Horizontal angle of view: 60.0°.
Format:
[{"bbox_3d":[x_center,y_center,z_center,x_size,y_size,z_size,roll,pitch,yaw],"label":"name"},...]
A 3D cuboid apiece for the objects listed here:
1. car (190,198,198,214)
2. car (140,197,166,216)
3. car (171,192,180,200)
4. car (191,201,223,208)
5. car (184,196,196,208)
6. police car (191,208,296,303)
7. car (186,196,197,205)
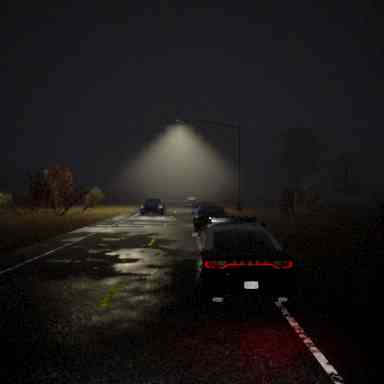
[{"bbox_3d":[0.995,1.450,24.290,1.882,1.535,5.008,0,0,0],"label":"car"},{"bbox_3d":[-3.673,1.308,31.946,2.097,1.767,4.553,0,0,0],"label":"car"},{"bbox_3d":[-4.142,0.999,83.134,2.150,2.045,5.566,0,0,-2],"label":"car"},{"bbox_3d":[1.008,1.488,18.288,1.837,1.490,4.892,0,0,0],"label":"car"},{"bbox_3d":[-0.072,1.415,45.792,2.128,1.511,4.902,0,0,0],"label":"car"},{"bbox_3d":[1.031,1.419,8.397,1.930,1.638,5.238,0,0,0],"label":"police car"},{"bbox_3d":[-0.144,1.407,59.126,1.812,1.442,4.674,0,0,0],"label":"car"}]
